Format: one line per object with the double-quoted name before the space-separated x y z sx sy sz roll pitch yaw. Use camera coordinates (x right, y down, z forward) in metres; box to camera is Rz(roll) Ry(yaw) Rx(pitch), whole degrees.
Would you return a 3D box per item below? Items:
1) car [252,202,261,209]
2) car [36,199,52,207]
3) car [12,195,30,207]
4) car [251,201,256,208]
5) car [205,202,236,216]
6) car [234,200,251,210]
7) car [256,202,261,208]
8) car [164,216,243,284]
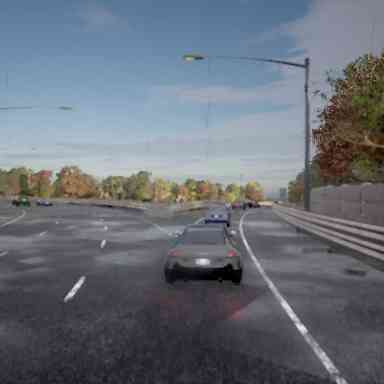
"car" 15.620 3.277 80.500 1.837 1.490 4.892 0 -4 17
"car" -26.795 1.919 60.202 1.994 1.385 4.181 0 0 -37
"car" -30.506 1.564 59.321 2.150 2.045 5.566 1 -1 -39
"car" 9.931 2.124 59.732 1.882 1.535 5.008 0 -2 15
"car" 2.026 1.716 24.950 2.033 1.411 5.357 0 0 9
"car" 7.044 1.844 48.659 2.128 1.511 4.902 0 -1 14
"car" 12.787 2.703 70.512 2.033 1.411 5.357 0 -4 16
"car" 0.382 1.630 9.848 1.994 1.385 4.181 0 0 3
